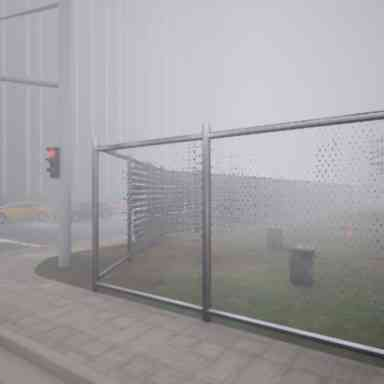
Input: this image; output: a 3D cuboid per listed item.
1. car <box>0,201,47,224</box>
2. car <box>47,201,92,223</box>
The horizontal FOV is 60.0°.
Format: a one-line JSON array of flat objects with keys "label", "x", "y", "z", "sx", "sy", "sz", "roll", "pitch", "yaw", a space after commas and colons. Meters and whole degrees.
[{"label": "car", "x": -13.213, "y": 1.489, "z": 25.300, "sx": 1.882, "sy": 1.535, "sz": 5.008, "roll": 0, "pitch": 0, "yaw": 36}, {"label": "car", "x": -8.377, "y": 1.507, "z": 26.039, "sx": 1.837, "sy": 1.490, "sz": 4.892, "roll": 0, "pitch": 0, "yaw": 36}]
